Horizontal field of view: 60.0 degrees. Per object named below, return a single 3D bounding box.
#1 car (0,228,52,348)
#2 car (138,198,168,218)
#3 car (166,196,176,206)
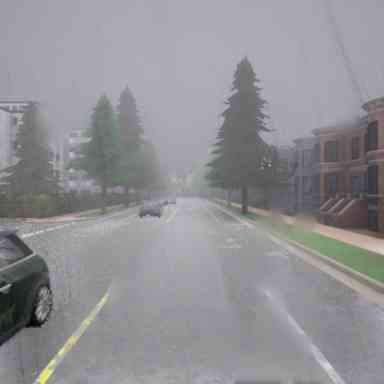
[{"bbox_3d":[-3.509,1.351,3.951,2.097,1.767,4.553,0,0,0],"label":"car"},{"bbox_3d":[-3.571,1.541,29.953,2.033,1.411,5.357,0,0,0],"label":"car"},{"bbox_3d":[-3.631,1.479,56.041,2.128,1.511,4.902,0,0,0],"label":"car"}]
